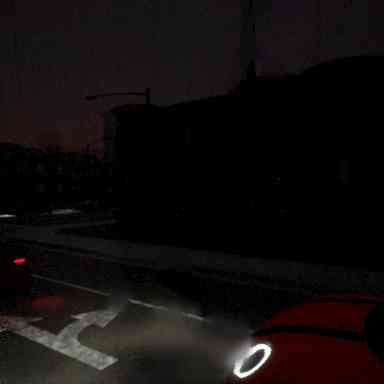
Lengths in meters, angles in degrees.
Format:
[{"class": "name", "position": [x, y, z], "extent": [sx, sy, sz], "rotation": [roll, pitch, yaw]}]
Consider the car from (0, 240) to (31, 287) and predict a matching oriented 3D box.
[{"class": "car", "position": [-6.185, 1.604, 8.387], "extent": [5.357, 1.411, 2.033], "rotation": [0, 0, 36]}]

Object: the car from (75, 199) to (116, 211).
[{"class": "car", "position": [-12.406, 1.804, 43.652], "extent": [1.895, 1.301, 4.718], "rotation": [0, 0, 36]}]

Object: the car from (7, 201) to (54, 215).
[{"class": "car", "position": [-17.463, 1.767, 36.564], "extent": [1.994, 1.385, 4.181], "rotation": [0, 0, 36]}]

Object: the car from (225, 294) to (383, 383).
[{"class": "car", "position": [2.463, 1.347, 2.240], "extent": [4.553, 1.767, 2.097], "rotation": [0, 0, 35]}]

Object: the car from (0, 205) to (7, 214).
[{"class": "car", "position": [-19.981, 1.771, 39.069], "extent": [2.033, 1.411, 5.357], "rotation": [0, 0, 35]}]

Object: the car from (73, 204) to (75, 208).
[{"class": "car", "position": [-14.392, 1.749, 46.873], "extent": [1.812, 1.442, 4.674], "rotation": [0, 0, 35]}]
